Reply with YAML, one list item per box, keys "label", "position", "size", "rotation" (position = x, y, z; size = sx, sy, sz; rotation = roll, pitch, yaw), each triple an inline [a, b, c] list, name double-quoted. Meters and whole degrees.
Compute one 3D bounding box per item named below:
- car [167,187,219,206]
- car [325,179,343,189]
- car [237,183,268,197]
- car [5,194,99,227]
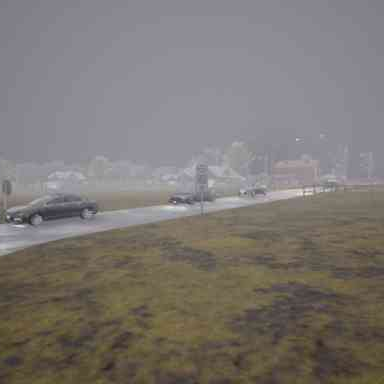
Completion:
- label: "car"
  position: [0.238, 0.306, 28.249]
  size: [2.033, 1.411, 5.357]
  rotation: [1, 3, 37]
- label: "car"
  position: [23.191, -1.350, 54.288]
  size: [1.882, 1.535, 5.008]
  rotation: [1, 3, 36]
- label: "car"
  position: [6.769, -0.283, 37.055]
  size: [2.128, 1.511, 4.902]
  rotation: [1, 3, 37]
- label: "car"
  position: [-7.453, 0.888, 18.121]
  size: [1.837, 1.490, 4.892]
  rotation: [1, 4, 39]
